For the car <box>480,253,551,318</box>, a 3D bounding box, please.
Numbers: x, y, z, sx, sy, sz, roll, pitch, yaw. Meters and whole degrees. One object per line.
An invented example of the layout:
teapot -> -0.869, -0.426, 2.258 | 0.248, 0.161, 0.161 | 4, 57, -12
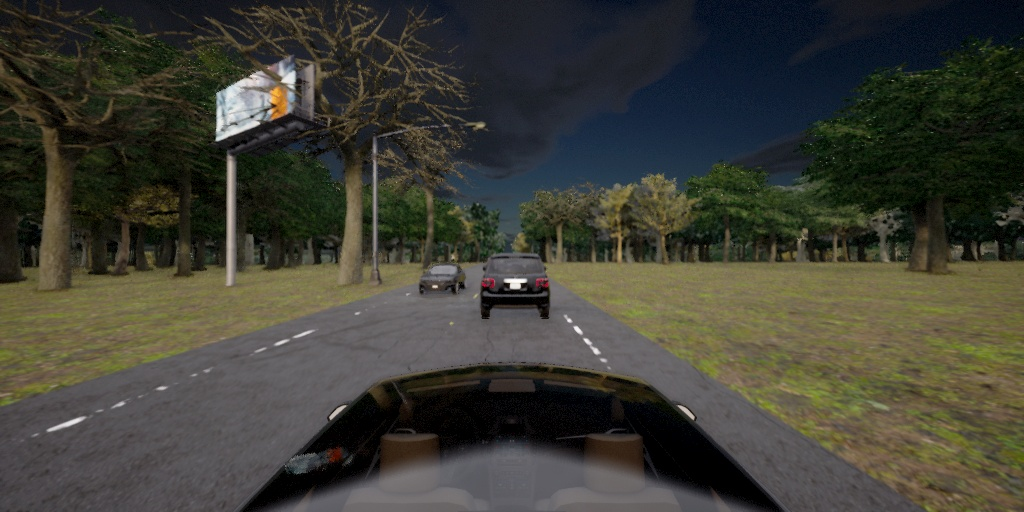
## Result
car -> 0.100, 0.926, 12.842 | 2.150, 2.045, 5.566 | 0, 0, 0

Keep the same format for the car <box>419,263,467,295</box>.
car -> -3.600, 1.155, 19.290 | 1.882, 1.535, 5.008 | 0, 0, 0

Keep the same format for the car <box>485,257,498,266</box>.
car -> -3.529, 0.964, 62.523 | 1.882, 1.535, 5.008 | 0, 0, 1
